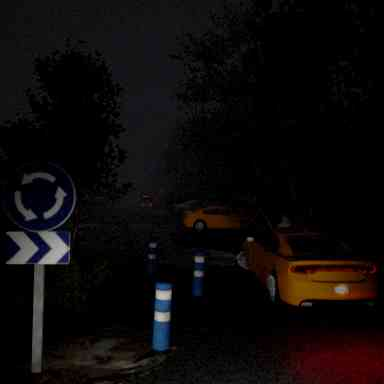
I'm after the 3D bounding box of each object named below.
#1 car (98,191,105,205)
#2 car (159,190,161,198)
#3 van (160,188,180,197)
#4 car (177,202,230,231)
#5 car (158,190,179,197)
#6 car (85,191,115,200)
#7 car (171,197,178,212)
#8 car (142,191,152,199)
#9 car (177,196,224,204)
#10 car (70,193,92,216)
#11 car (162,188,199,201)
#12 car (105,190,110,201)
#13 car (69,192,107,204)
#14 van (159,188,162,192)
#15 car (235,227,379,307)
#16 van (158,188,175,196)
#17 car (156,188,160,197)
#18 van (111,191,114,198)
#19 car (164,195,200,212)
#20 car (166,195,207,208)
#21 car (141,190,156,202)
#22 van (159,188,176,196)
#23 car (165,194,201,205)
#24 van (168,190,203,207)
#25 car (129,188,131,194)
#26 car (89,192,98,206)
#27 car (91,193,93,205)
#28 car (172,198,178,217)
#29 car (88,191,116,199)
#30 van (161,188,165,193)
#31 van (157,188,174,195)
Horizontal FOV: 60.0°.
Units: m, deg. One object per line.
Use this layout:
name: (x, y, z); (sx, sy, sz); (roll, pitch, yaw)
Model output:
car: (-14.170, 0.914, 41.852); (5.366, 1.575, 1.946); (1, 1, -7)
car: (-2.386, 0.831, 54.350); (5.008, 1.535, 2.097); (1, 1, -7)
van: (-5.093, 0.205, 76.465); (4.442, 1.987, 1.878); (1, 1, -7)
car: (1.789, 1.655, 21.517); (5.008, 1.535, 2.097); (1, 1, -7)
car: (-5.902, 0.332, 81.824); (5.008, 1.535, 2.097); (1, 1, -7)
car: (-16.105, 0.613, 58.262); (4.792, 1.488, 2.163); (1, 1, -7)
car: (0.756, 1.477, 29.637); (4.674, 1.452, 2.002); (1, 1, -7)
car: (-8.716, 0.571, 64.893); (1.882, 1.535, 5.008); (1, 1, -7)
car: (1.477, 1.456, 24.266); (4.553, 1.767, 2.185); (1, 1, -7)
car: (-12.383, 1.216, 30.767); (5.366, 1.575, 1.946); (1, 1, -7)
car: (-0.259, 0.964, 37.873); (5.566, 2.045, 2.435); (1, 1, -7)
car: (-14.137, 0.854, 44.530); (5.366, 1.575, 1.946); (1, 1, -7)
car: (-14.677, 0.793, 47.250); (4.892, 1.521, 2.231); (1, 1, -7)
van: (-3.205, 0.504, 59.826); (4.442, 1.987, 1.878); (1, 1, -7)
car: (2.536, 1.606, 8.367); (1.882, 1.535, 5.008); (1, -1, -3)
van: (-6.829, -0.041, 90.078); (4.442, 1.987, 1.878); (1, 1, -7)
car: (-3.467, 0.430, 62.584); (5.566, 2.045, 2.435); (1, 1, -7)
van: (-15.606, 0.409, 55.523); (4.442, 1.987, 1.878); (1, 1, -7)
car: (0.225, 1.358, 32.359); (5.366, 1.575, 1.946); (1, 1, -7)
car: (-0.670, 1.171, 40.619); (4.792, 1.488, 2.163); (1, 1, -7)
car: (-7.141, 0.811, 52.531); (2.128, 1.511, 4.902); (1, 1, -7)
van: (-6.494, 0.006, 87.455); (4.442, 1.987, 1.878); (1, 1, -7)
car: (-1.329, 1.028, 46.244); (4.792, 1.488, 2.163); (1, 1, -7)
van: (-0.888, 0.842, 43.502); (4.442, 1.987, 1.878); (1, 1, -7)
car: (-20.259, -0.266, 91.306); (5.566, 2.045, 2.435); (1, 1, -7)
car: (-13.453, 1.063, 36.226); (5.366, 1.575, 1.946); (1, 1, -7)
car: (-12.912, 1.144, 33.498); (4.892, 1.521, 2.231); (1, 1, -7)
car: (1.080, 1.540, 26.886); (4.792, 1.488, 2.163); (1, 1, -7)
car: (-16.457, 0.563, 61.015); (4.792, 1.488, 2.163); (1, 1, -7)
van: (-2.144, 0.657, 51.569); (4.442, 1.987, 1.878); (1, 1, -8)
van: (-7.428, -0.096, 92.928); (4.442, 1.987, 1.878); (1, 0, -7)
